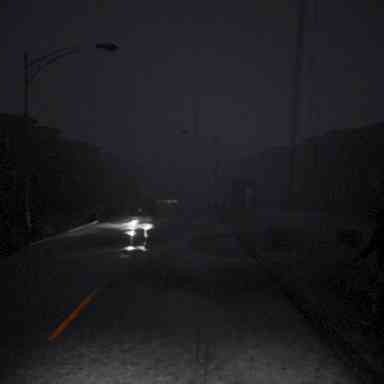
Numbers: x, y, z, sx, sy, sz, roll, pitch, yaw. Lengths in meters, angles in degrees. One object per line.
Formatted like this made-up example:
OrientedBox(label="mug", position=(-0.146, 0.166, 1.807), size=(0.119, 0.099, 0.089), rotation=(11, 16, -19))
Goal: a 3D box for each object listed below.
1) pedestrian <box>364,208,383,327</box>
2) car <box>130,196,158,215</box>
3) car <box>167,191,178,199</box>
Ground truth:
OrientedBox(label="pedestrian", position=(2.931, 1.122, 5.016), size=(0.375, 1.860, 0.375), rotation=(0, 1, 0))
OrientedBox(label="car", position=(-4.045, 1.118, 28.290), size=(2.128, 1.511, 4.902), rotation=(0, 1, 0))
OrientedBox(label="car", position=(-3.857, 0.608, 66.274), size=(2.128, 1.511, 4.902), rotation=(1, 0, 0))
